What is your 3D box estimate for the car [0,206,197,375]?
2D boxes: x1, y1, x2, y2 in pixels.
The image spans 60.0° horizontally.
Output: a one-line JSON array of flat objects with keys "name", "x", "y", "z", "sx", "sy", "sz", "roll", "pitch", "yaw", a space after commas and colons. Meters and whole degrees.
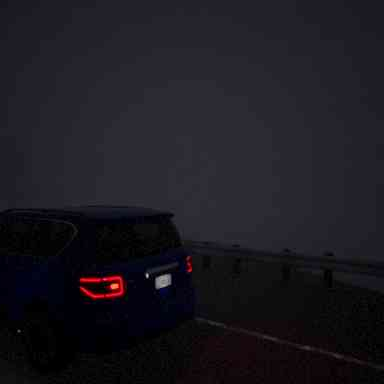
[{"name": "car", "x": -2.518, "y": 1.275, "z": 5.919, "sx": 5.566, "sy": 2.045, "sz": 2.150, "roll": -1, "pitch": 0, "yaw": 37}]
